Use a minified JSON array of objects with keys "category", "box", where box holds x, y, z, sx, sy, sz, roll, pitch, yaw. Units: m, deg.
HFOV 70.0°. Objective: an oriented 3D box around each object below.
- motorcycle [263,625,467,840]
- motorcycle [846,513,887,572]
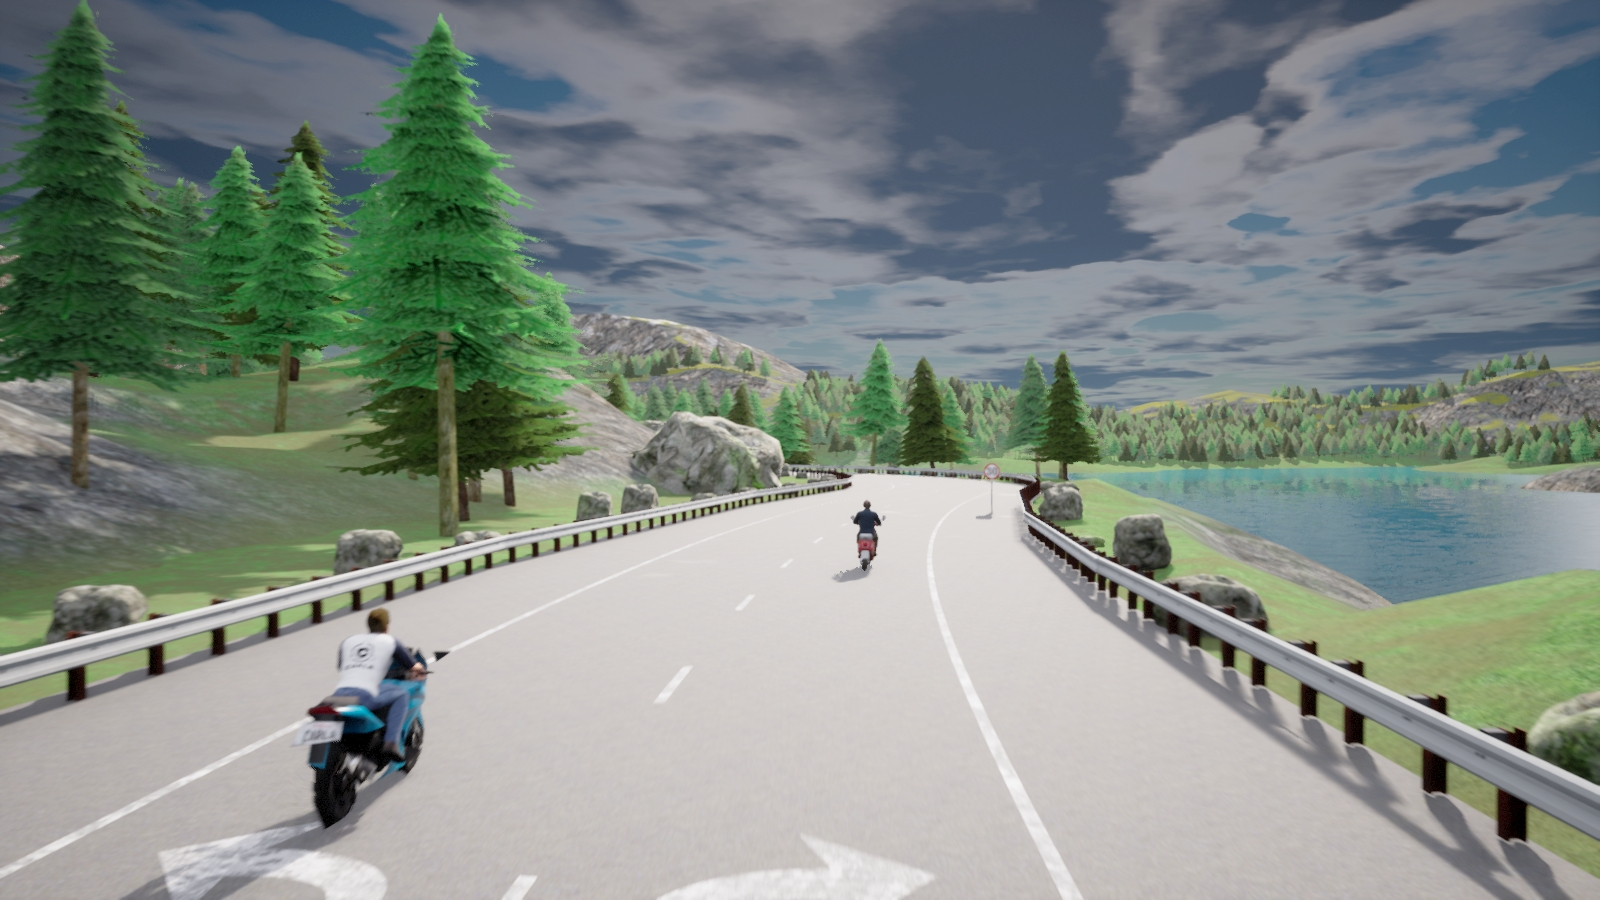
[{"category":"motorcycle","box":[-3.407,2.176,9.182,0.803,1.217,2.033,0,0,2]},{"category":"motorcycle","box":[1.593,2.182,27.216,0.856,1.236,1.805,1,0,7]}]
